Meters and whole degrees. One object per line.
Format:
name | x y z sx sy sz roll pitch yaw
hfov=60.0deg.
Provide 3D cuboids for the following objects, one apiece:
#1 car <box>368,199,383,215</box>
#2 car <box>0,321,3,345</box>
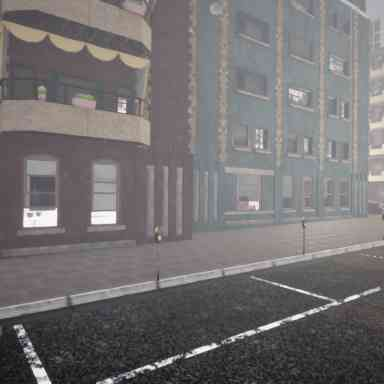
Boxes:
car | 16.127 1.240 32.629 2.192 1.841 5.009 1 0 -36
car | -4.210 1.566 3.086 4.313 1.339 1.947 0 1 -35
